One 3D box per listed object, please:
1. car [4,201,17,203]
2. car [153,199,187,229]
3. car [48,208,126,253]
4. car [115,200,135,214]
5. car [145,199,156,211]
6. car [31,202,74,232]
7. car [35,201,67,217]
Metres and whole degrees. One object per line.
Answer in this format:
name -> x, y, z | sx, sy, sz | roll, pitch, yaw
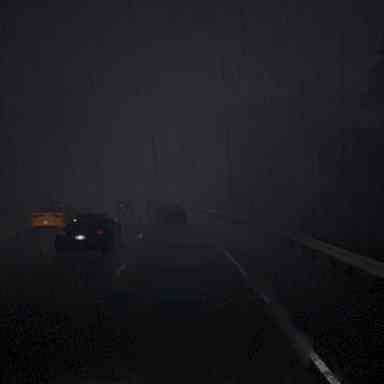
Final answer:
car -> -31.724, 1.351, 58.610 | 2.150, 2.045, 5.566 | 0, 0, -20
car -> -1.449, 1.515, 22.076 | 1.882, 1.535, 5.008 | 0, 0, -7
car -> -4.118, 1.591, 13.804 | 1.994, 1.385, 4.181 | 0, 0, -4
car -> -7.107, 1.557, 35.452 | 2.128, 1.511, 4.902 | 0, 0, -11
car -> -4.828, 1.550, 41.533 | 1.882, 1.535, 5.008 | 0, 0, -12
car -> -8.301, 1.520, 20.658 | 1.882, 1.535, 5.008 | 0, 0, -7
car -> -13.683, 1.632, 32.545 | 1.994, 1.385, 4.181 | 0, 0, -11
